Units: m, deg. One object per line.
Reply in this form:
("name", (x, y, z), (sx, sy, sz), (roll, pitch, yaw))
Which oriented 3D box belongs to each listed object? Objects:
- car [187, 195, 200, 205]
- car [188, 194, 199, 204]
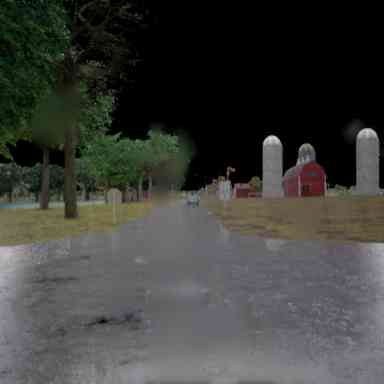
("car", (0.240, 1.410, 55.574), (2.128, 1.511, 4.902), (0, 0, 0))
("car", (0.285, 1.348, 65.966), (2.097, 1.767, 4.553), (0, 0, 0))
